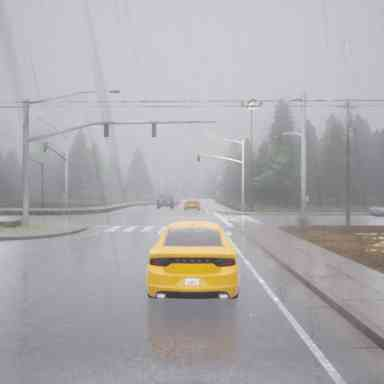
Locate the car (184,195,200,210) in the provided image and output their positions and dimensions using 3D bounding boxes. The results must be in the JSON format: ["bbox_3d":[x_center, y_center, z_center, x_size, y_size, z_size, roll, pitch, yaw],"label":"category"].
[{"bbox_3d":[0.020,1.477,42.176,1.882,1.535,5.008,0,0,0],"label":"car"}]

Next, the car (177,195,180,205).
[{"bbox_3d":[-3.537,1.351,55.952,2.097,1.767,4.553,0,0,0],"label":"car"}]

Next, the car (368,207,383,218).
[{"bbox_3d":[18.271,1.627,29.425,4.718,1.301,1.895,0,0,1],"label":"car"}]

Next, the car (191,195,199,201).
[{"bbox_3d":[0.701,1.440,83.129,1.837,1.490,4.892,0,0,2],"label":"car"}]

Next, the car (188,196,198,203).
[{"bbox_3d":[0.302,1.536,72.736,2.033,1.411,5.357,0,0,2],"label":"car"}]

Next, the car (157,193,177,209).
[{"bbox_3d":[-3.592,1.221,45.658,2.150,2.045,5.566,0,0,-1],"label":"car"}]

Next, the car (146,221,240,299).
[{"bbox_3d":[0.049,1.474,8.513,1.882,1.535,5.008,0,0,1],"label":"car"}]
